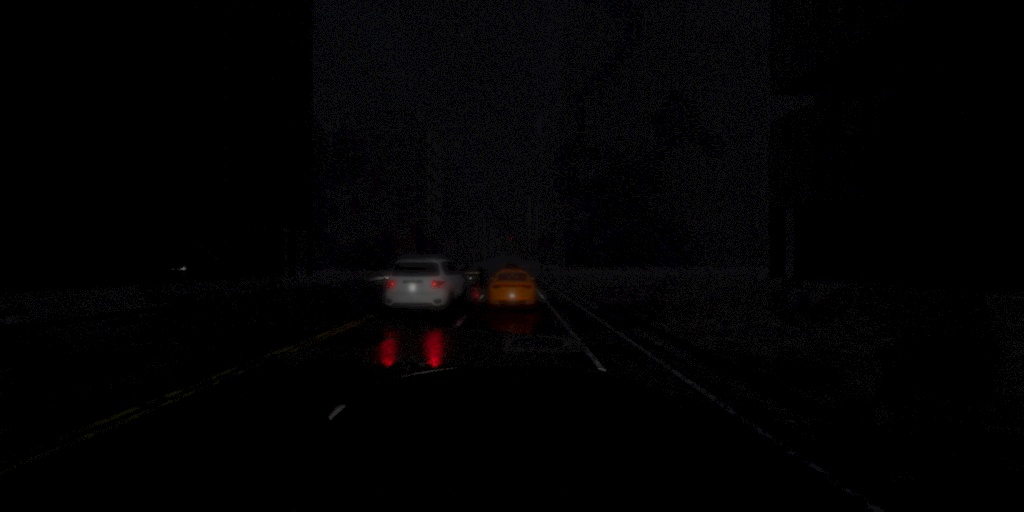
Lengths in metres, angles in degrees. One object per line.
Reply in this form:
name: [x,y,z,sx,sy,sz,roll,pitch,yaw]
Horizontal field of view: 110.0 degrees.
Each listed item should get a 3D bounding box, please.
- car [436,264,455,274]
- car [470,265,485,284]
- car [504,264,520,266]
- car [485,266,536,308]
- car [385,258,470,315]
car: [-9.768,1.873,53.033,1.812,1.442,4.674,0,-1,0]
car: [-3.224,1.559,30.361,2.128,1.511,4.902,0,-1,0]
car: [0.026,1.417,30.267,2.097,1.767,4.553,0,-1,0]
car: [0.030,1.377,16.092,1.882,1.535,5.008,0,0,0]
car: [-3.235,1.106,14.414,2.150,2.045,5.566,0,0,0]
